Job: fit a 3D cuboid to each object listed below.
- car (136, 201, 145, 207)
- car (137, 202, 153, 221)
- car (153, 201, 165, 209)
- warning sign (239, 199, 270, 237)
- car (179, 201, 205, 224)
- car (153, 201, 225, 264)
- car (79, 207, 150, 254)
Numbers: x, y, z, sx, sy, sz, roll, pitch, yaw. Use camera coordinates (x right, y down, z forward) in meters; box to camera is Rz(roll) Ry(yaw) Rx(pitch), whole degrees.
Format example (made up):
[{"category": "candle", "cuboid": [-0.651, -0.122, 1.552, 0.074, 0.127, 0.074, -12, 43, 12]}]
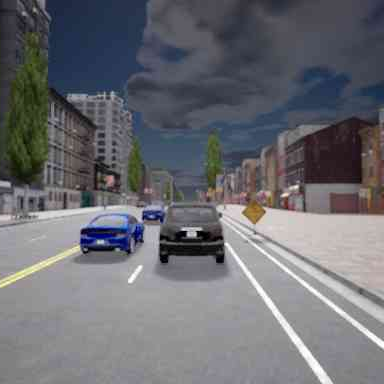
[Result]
[{"category": "car", "cuboid": [-9.768, 2.548, 65.472, 1.994, 1.385, 4.181, 0, -1, 0]}, {"category": "car", "cuboid": [-3.226, 1.851, 29.269, 1.882, 1.535, 5.008, 0, -1, 0]}, {"category": "car", "cuboid": [-6.517, 2.489, 65.458, 1.837, 1.490, 4.892, 0, -1, 0]}, {"category": "warning sign", "cuboid": [3.190, 1.321, 17.046, 1.300, 1.860, 1.060, -2, -3, 0]}, {"category": "car", "cuboid": [0.018, 1.713, 28.494, 2.097, 1.767, 4.553, 0, -1, 0]}, {"category": "car", "cuboid": [0.010, 1.373, 12.614, 2.150, 2.045, 5.566, 0, 0, 0]}, {"category": "car", "cuboid": [-3.224, 1.646, 14.278, 1.882, 1.535, 5.008, 0, 0, 0]}]
